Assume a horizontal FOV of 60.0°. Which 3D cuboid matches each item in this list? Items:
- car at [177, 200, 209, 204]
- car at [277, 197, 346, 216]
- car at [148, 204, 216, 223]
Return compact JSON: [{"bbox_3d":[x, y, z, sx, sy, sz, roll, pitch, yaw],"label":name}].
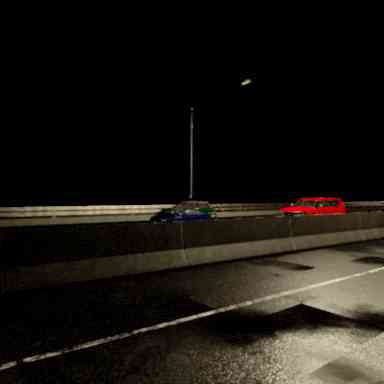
[{"bbox_3d":[-0.425,1.479,25.189,4.553,1.767,2.097,1,0,-35],"label":"car"},{"bbox_3d":[8.294,1.401,22.809,5.566,2.045,2.150,1,0,-35],"label":"car"},{"bbox_3d":[-0.605,1.667,20.762,4.181,1.385,1.994,1,0,-35],"label":"car"}]
